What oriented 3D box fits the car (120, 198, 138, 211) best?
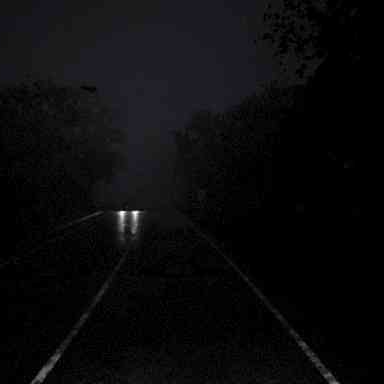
[{"bbox_3d":[-7.423,1.448,39.447,1.837,1.490,4.892,0,0,-7],"label":"car"}]
